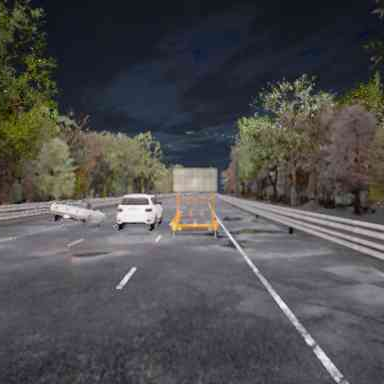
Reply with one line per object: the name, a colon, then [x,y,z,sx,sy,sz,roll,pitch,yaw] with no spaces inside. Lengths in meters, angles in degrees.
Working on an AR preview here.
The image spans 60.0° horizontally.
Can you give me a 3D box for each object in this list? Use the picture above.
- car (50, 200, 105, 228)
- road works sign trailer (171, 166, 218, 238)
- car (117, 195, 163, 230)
car: [-6.632,1.266,19.985,1.895,1.301,4.718,11,-6,2]
road works sign trailer: [0.169,0.434,17.504,2.380,3.560,2.880,0,0,2]
car: [-3.169,1.185,21.041,2.150,2.045,5.566,0,0,1]
